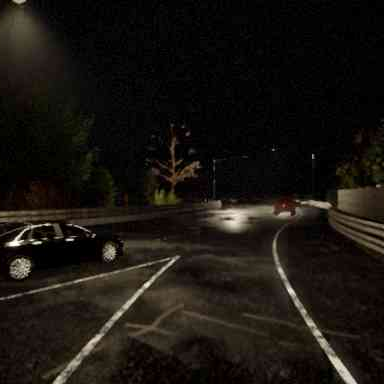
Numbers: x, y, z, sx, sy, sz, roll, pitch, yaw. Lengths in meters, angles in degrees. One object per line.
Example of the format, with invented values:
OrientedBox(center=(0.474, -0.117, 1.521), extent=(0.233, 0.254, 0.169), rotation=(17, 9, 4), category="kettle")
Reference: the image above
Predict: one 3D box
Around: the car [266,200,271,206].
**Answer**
OrientedBox(center=(17.372, 2.344, 72.301), extent=(1.994, 1.385, 4.181), rotation=(0, -1, 1), category="car")

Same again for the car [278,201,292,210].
OrientedBox(center=(15.371, 2.211, 55.297), extent=(1.895, 1.301, 4.718), rotation=(0, -1, 11), category="car")

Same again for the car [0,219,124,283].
OrientedBox(center=(-4.283, 1.604, 10.155), extent=(1.837, 1.490, 4.892), rotation=(0, -1, 36), category="car")

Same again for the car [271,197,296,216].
OrientedBox(center=(10.969, 1.654, 39.135), extent=(2.150, 2.045, 5.566), rotation=(0, -1, 19), category="car")
